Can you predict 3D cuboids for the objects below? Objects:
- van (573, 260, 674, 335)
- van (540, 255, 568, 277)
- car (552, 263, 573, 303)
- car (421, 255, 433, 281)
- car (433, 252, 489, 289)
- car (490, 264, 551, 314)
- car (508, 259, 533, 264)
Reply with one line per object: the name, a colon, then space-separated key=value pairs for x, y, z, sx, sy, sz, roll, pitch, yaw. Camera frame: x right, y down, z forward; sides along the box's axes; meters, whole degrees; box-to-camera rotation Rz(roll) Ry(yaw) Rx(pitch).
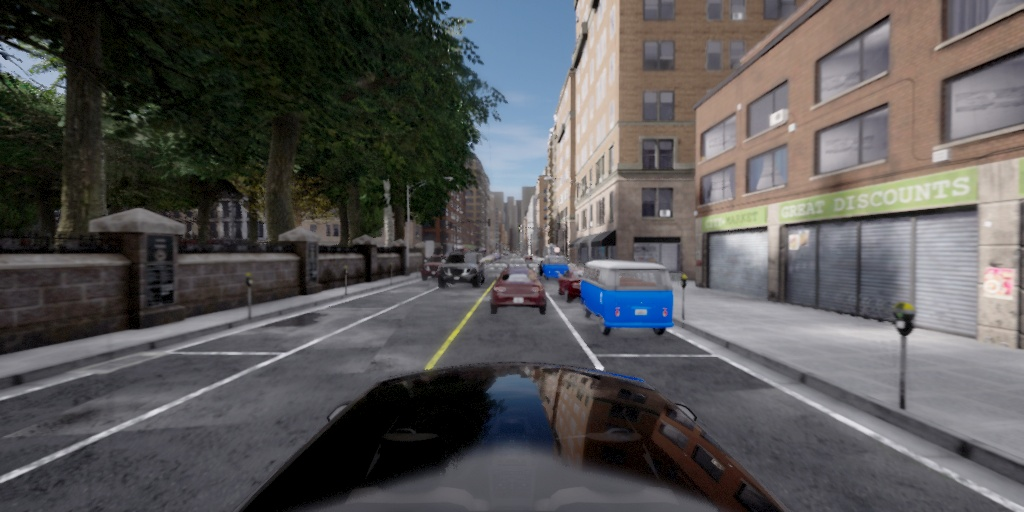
van: x=2.951 y=1.021 z=9.979 sx=1.690 sy=1.789 sz=3.998 roll=0 pitch=0 yaw=1
van: x=3.192 y=0.858 z=26.958 sx=1.690 sy=1.789 sz=3.998 roll=0 pitch=0 yaw=1
car: x=3.031 y=1.172 z=15.639 sx=1.888 sy=1.381 sz=4.507 roll=0 pitch=0 yaw=1
car: x=-5.333 y=0.811 z=27.039 sx=2.192 sy=1.841 sz=5.009 roll=0 pitch=0 yaw=1
car: x=-2.837 y=0.779 z=21.406 sx=2.150 sy=2.045 sz=5.566 roll=0 pitch=1 yaw=1
car: x=0.239 y=1.172 z=13.088 sx=1.812 sy=1.442 sz=4.674 roll=0 pitch=0 yaw=1
car: x=0.409 y=1.129 z=25.156 sx=1.895 sy=1.301 sz=4.718 roll=0 pitch=1 yaw=1
